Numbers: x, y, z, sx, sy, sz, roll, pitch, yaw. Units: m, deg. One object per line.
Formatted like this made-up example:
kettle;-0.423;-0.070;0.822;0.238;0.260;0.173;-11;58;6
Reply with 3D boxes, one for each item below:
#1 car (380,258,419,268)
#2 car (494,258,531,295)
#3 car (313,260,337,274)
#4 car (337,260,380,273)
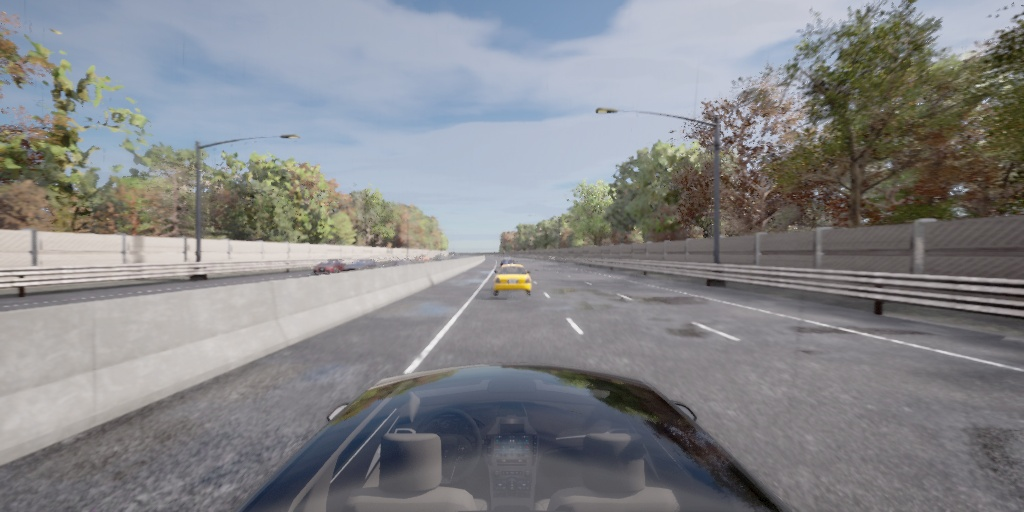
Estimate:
car;-10.902;1.110;35.116;1.895;1.301;4.718;0;0;-1
car;0.012;1.082;18.590;1.801;1.575;5.366;0;0;-1
car;-17.914;1.072;35.670;1.994;1.385;4.181;0;0;-1
car;-14.396;1.062;34.710;2.033;1.411;5.357;0;0;-1
